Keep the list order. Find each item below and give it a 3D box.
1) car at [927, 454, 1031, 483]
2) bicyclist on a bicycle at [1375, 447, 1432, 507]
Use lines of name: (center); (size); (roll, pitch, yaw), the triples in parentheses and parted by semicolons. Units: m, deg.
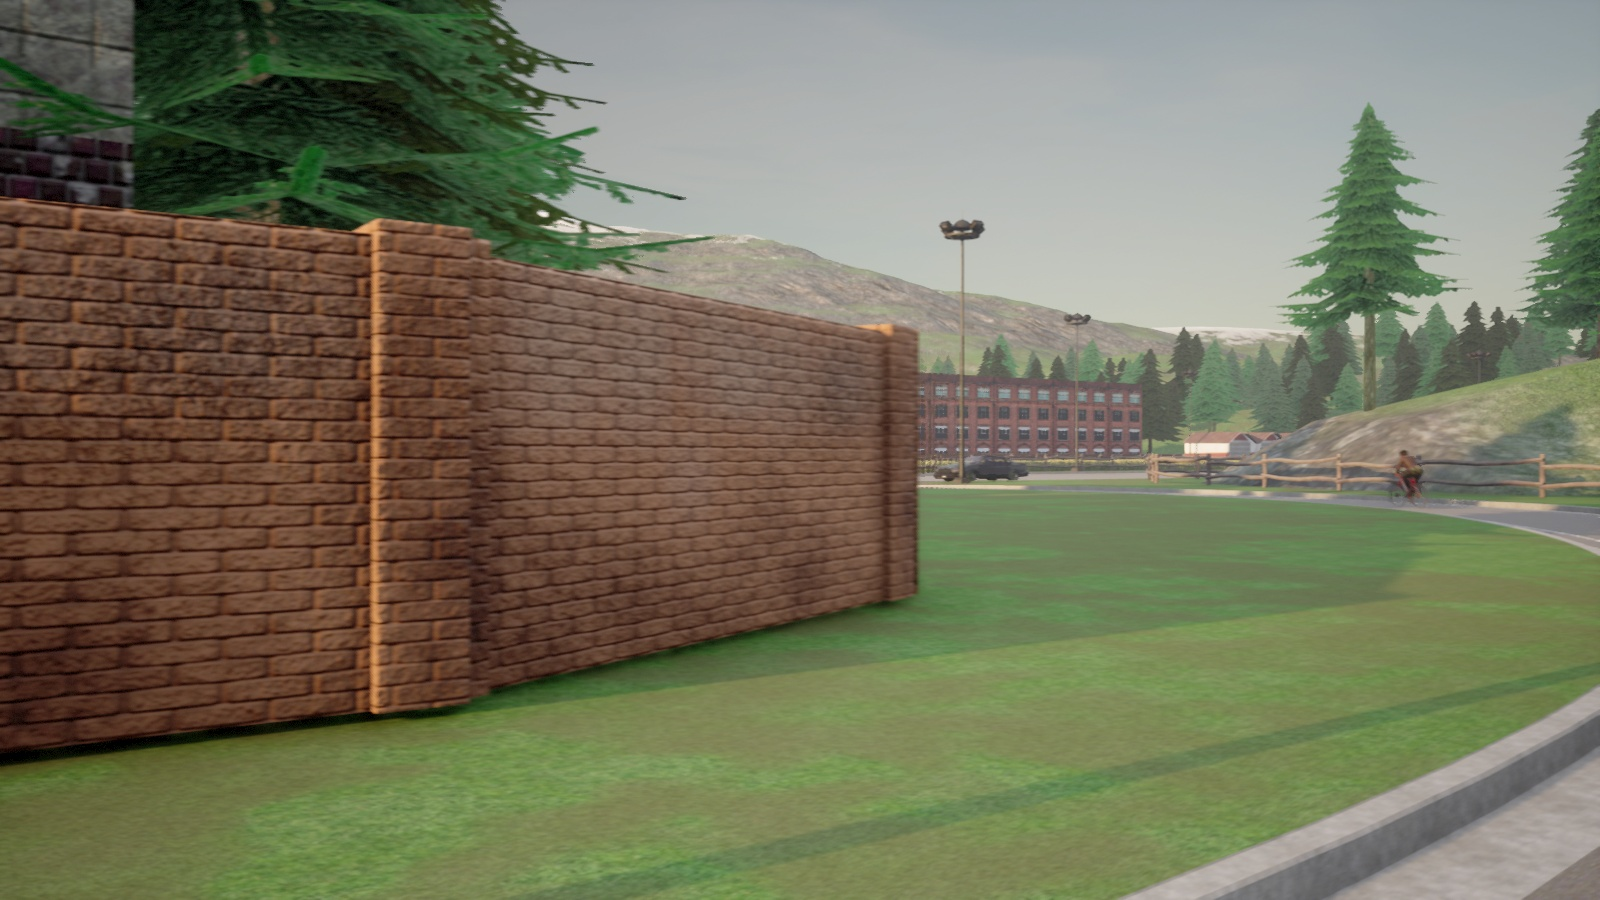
car: (9.295, 0.933, 65.081); (5.357, 1.411, 2.033); (0, 0, -35)
bicyclist on a bicycle: (16.767, 0.748, 34.917); (0.582, 1.620, 1.656); (-1, 0, -8)
